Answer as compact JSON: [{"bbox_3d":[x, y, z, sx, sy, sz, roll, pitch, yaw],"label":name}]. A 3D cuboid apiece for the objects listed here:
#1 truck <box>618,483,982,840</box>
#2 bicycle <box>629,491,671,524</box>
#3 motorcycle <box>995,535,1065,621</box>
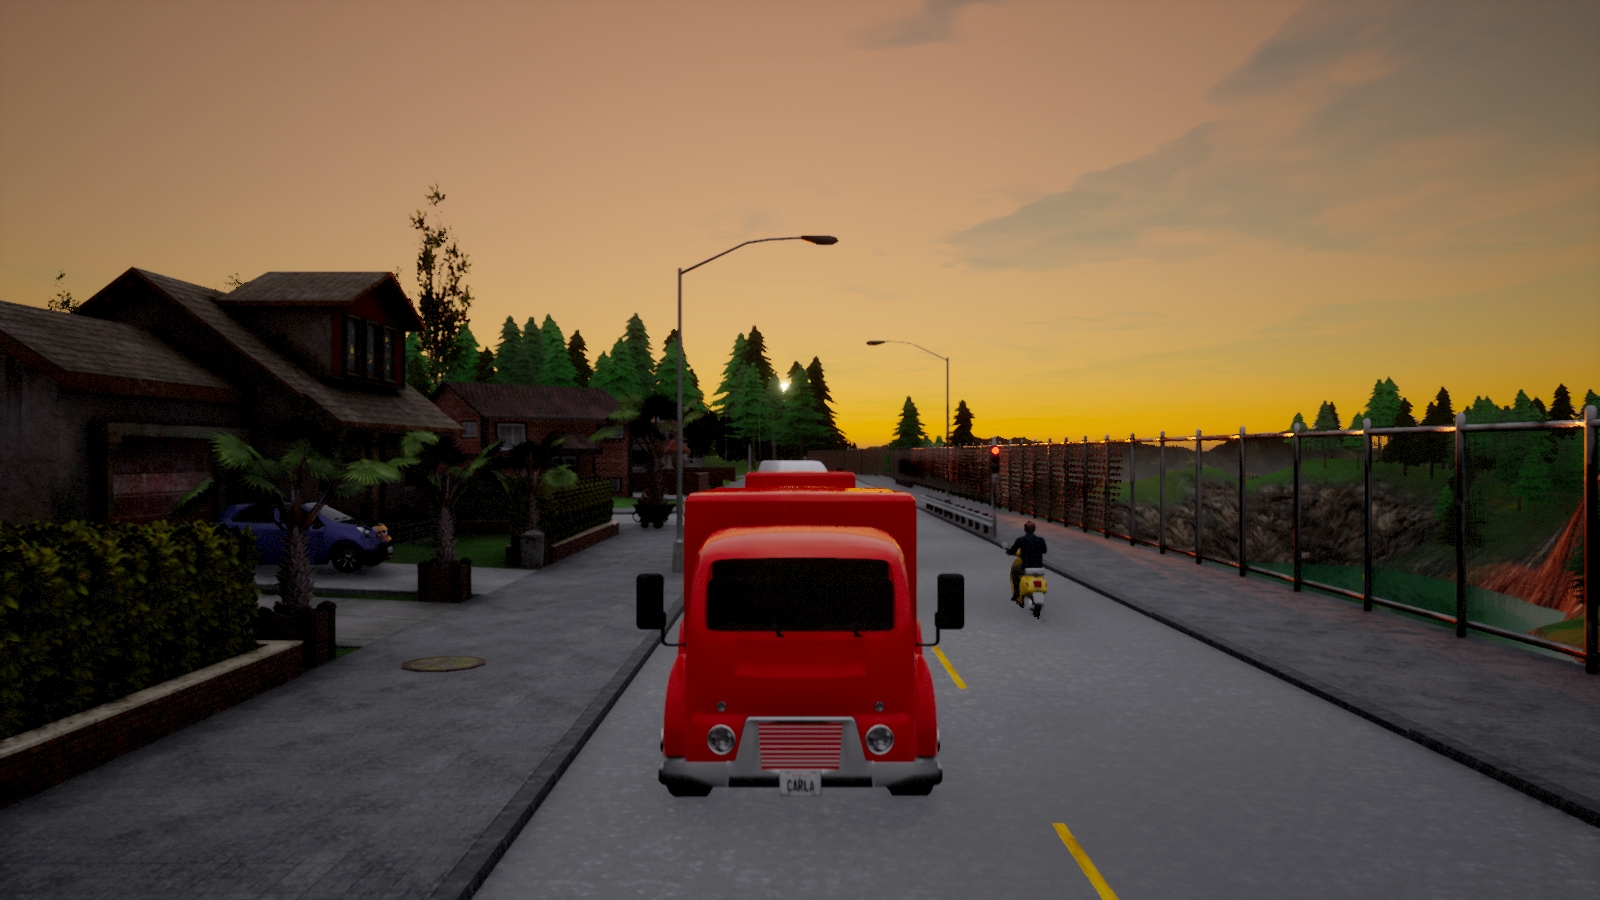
[{"bbox_3d":[0.000,1.606,10.871,2.627,2.467,5.204,0,0,0],"label":"truck"},{"bbox_3d":[-6.025,2.288,45.991,1.487,1.276,0.859,0,0,8],"label":"bicycle"},{"bbox_3d":[4.000,2.202,19.976,0.856,1.316,1.805,0,0,0],"label":"motorcycle"}]
